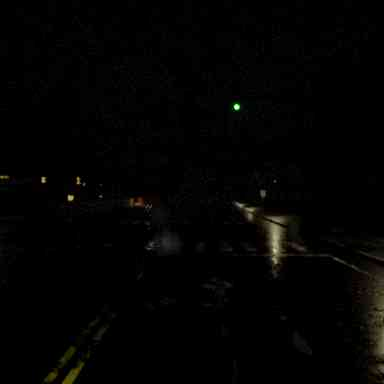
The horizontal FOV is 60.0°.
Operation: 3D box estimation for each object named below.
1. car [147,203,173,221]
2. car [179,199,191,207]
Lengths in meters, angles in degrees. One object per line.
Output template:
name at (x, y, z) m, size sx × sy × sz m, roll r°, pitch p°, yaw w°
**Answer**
car at (-2.702, 1.751, 29.016) m, size 1.837 × 1.490 × 4.892 m, roll 0°, pitch 0°, yaw 2°
car at (-1.168, 1.968, 59.291) m, size 2.033 × 1.411 × 5.357 m, roll 0°, pitch 0°, yaw 4°
